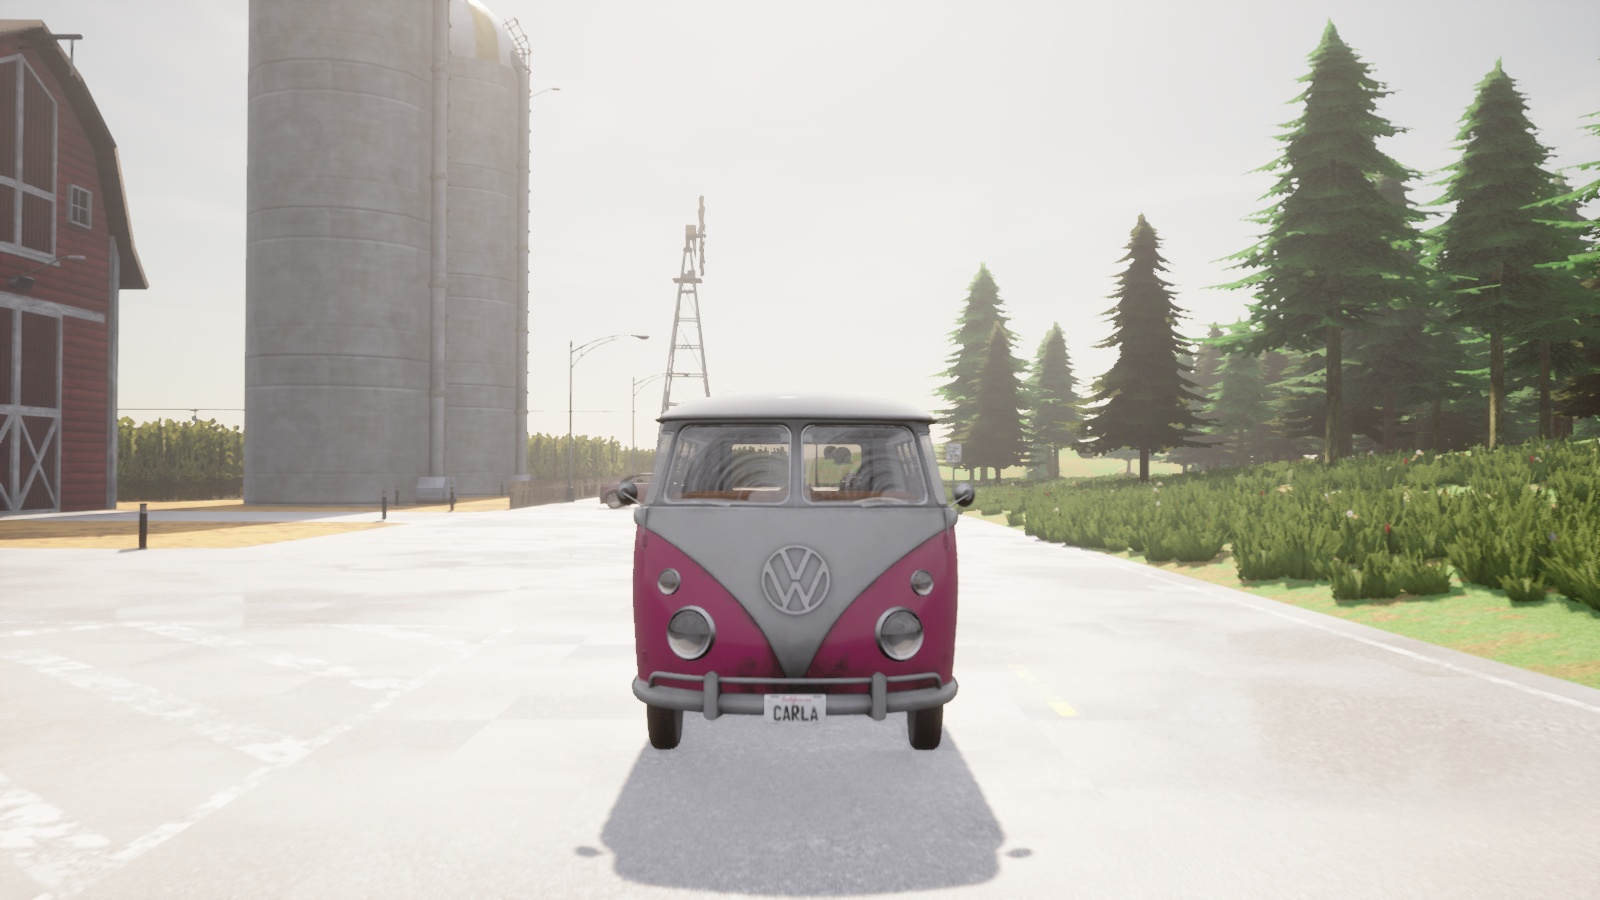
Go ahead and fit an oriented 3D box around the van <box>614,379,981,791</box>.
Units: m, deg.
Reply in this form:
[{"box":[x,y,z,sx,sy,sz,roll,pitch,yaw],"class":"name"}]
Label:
[{"box":[-0.021,0.693,8.316,1.775,1.987,4.442,0,-1,0],"class":"van"}]
